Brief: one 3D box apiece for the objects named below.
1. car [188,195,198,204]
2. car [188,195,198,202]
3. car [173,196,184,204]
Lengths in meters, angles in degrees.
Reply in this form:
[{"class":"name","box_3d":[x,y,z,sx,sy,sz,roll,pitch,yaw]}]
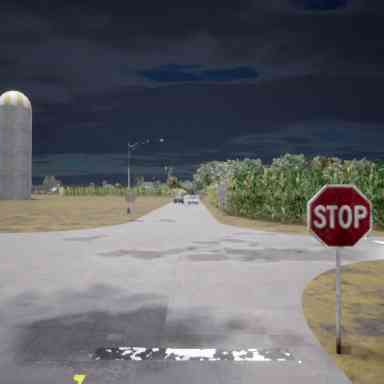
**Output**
[{"class":"car","box_3d":[0.151,1.578,61.199,1.895,1.301,4.718,0,0,0]},{"class":"car","box_3d":[0.176,1.340,71.177,2.033,1.411,5.357,0,0,0]},{"class":"car","box_3d":[-2.589,1.451,65.348,1.882,1.535,5.008,0,0,0]}]
